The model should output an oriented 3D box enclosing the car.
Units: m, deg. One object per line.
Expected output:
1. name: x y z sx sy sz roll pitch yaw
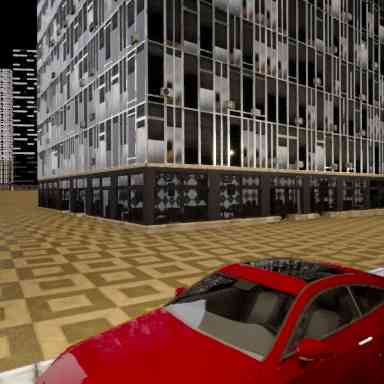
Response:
1. car: 0.842 1.525 3.554 4.674 1.442 1.812 0 0 -36
